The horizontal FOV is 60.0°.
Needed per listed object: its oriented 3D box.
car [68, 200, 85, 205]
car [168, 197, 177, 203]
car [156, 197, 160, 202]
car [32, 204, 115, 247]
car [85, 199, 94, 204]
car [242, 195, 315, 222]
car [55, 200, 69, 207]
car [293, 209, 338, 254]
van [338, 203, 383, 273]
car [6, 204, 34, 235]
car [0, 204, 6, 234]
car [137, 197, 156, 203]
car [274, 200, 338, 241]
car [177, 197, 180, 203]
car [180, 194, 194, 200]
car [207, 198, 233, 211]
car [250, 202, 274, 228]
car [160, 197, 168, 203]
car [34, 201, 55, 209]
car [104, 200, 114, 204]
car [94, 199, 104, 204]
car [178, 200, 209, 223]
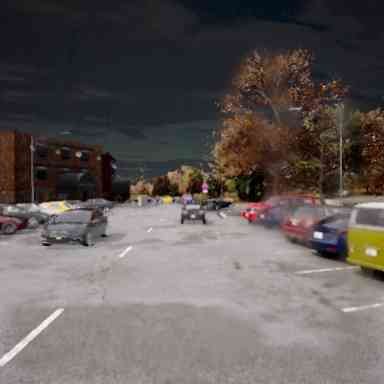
[{"bbox_3d":[-11.599,1.518,26.533,5.366,1.575,1.946,-1,0,-20],"label":"car"},{"bbox_3d":[-3.504,1.945,79.222,2.231,1.521,4.892,0,0,-18],"label":"car"},{"bbox_3d":[-11.988,2.258,93.843,2.097,1.535,5.008,-1,0,-41],"label":"car"},{"bbox_3d":[-5.102,1.517,15.143,1.837,1.490,4.892,0,0,0],"label":"car"},{"bbox_3d":[-11.431,1.564,29.537,4.674,1.452,2.002,-1,0,-20],"label":"car"},{"bbox_3d":[6.366,1.261,23.691,5.566,2.045,2.435,1,0,-20],"label":"car"},{"bbox_3d":[-11.428,1.553,23.668,4.674,1.452,2.002,-1,0,-20],"label":"car"},{"bbox_3d":[6.420,1.523,11.938,4.792,1.488,2.163,1,0,-20],"label":"car"},{"bbox_3d":[6.502,1.265,9.029,4.442,1.987,1.878,1,0,-20],"label":"van"},{"bbox_3d":[-11.396,1.532,17.812,4.792,1.488,2.163,-1,0,-20],"label":"car"},{"bbox_3d":[-11.429,1.499,14.866,4.892,1.521,2.231,-1,0,-20],"label":"car"},{"bbox_3d":[-12.091,2.177,88.494,1.882,1.535,5.008,-1,-1,-32],"label":"car"},{"bbox_3d":[6.366,1.371,14.861,4.553,1.767,2.185,1,0,-20],"label":"car"},{"bbox_3d":[-1.044,1.506,68.064,2.435,2.045,5.566,0,-1,-7],"label":"car"},{"bbox_3d":[-0.681,1.677,62.077,2.097,1.535,5.008,0,-1,-1],"label":"car"},{"bbox_3d":[3.290,1.506,41.507,2.128,1.511,4.902,-1,0,41],"label":"car"},{"bbox_3d":[6.415,1.537,20.773,4.792,1.488,2.163,1,0,-20],"label":"car"},{"bbox_3d":[-5.712,2.033,84.520,2.097,1.535,5.008,-1,-1,-27],"label":"car"},{"bbox_3d":[-11.435,1.509,20.738,4.892,1.521,2.231,-1,0,-20],"label":"car"},{"bbox_3d":[-11.430,1.540,38.333,4.892,1.521,2.231,-1,0,-20],"label":"car"},{"bbox_3d":[-11.437,1.530,32.470,4.892,1.521,2.231,-1,0,-20],"label":"car"},{"bbox_3d":[0.091,1.556,25.564,1.812,1.442,4.674,0,0,0],"label":"car"}]
